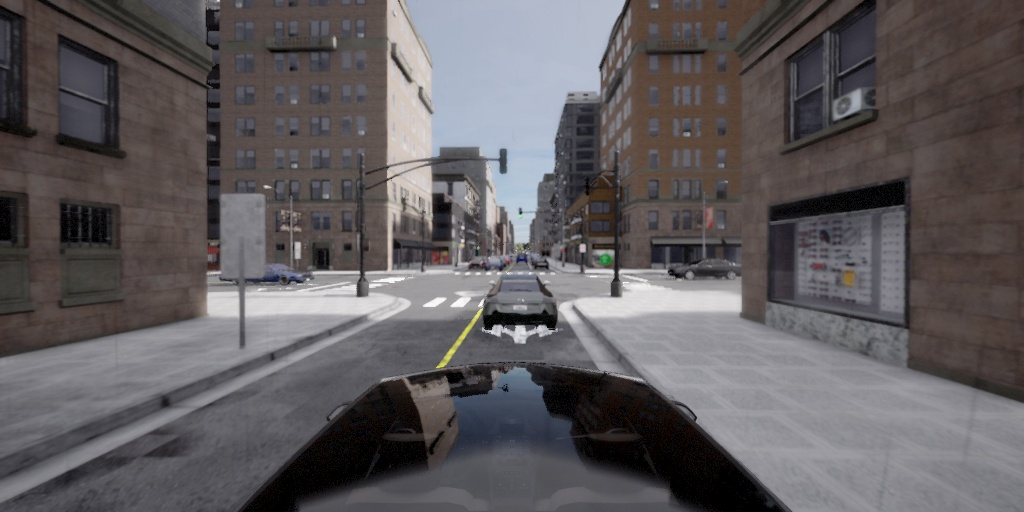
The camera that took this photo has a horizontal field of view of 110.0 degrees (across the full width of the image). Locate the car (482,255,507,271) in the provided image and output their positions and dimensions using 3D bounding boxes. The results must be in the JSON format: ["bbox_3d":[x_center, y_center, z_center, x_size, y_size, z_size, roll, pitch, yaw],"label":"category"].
[{"bbox_3d":[-1.960,0.924,41.215,1.812,1.442,4.674,0,0,3],"label":"car"}]

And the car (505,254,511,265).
[{"bbox_3d":[-1.617,0.867,50.889,2.033,1.411,5.357,0,0,2],"label":"car"}]

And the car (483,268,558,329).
[{"bbox_3d":[0.225,1.225,10.866,1.994,1.385,4.181,0,1,1],"label":"car"}]

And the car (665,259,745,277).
[{"bbox_3d":[15.599,0.965,29.152,5.357,1.411,2.033,0,0,2],"label":"car"}]

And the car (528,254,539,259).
[{"bbox_3d":[4.211,0.798,61.537,1.948,1.339,4.313,0,0,2],"label":"car"}]

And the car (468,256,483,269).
[{"bbox_3d":[-4.347,0.806,45.275,1.967,1.591,4.097,0,0,2],"label":"car"}]

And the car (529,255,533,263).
[{"bbox_3d":[4.032,0.857,56.030,1.802,1.307,4.207,0,0,2],"label":"car"}]

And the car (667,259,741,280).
[{"bbox_3d":[13.944,0.955,25.944,4.892,1.490,1.837,0,0,1],"label":"car"}]

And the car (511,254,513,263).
[{"bbox_3d":[-1.262,0.719,60.833,1.882,1.535,5.008,0,0,2],"label":"car"}]

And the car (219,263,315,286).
[{"bbox_3d":[-15.861,1.153,23.313,5.357,1.411,2.033,0,0,2],"label":"car"}]

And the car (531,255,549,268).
[{"bbox_3d":[3.674,0.930,45.013,1.948,1.339,4.313,0,0,2],"label":"car"}]
